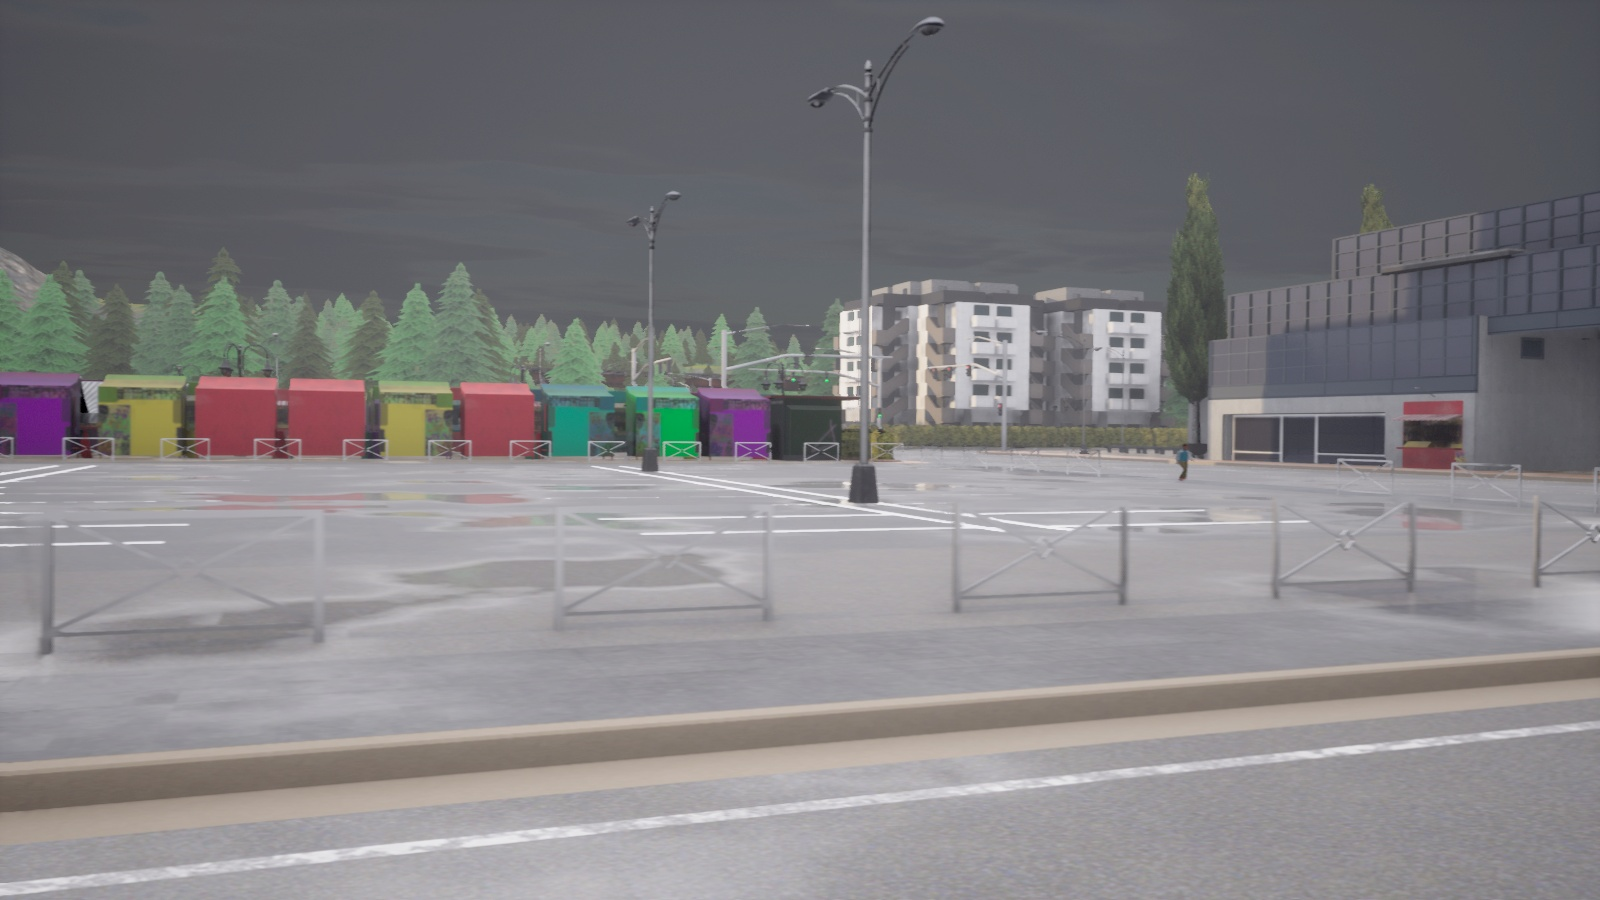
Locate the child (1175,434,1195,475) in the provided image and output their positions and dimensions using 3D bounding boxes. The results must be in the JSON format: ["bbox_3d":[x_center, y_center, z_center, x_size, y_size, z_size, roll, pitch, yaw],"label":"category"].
[{"bbox_3d":[11.296,0.115,36.829,0.343,1.192,0.448,-1,1,-19],"label":"child"}]
